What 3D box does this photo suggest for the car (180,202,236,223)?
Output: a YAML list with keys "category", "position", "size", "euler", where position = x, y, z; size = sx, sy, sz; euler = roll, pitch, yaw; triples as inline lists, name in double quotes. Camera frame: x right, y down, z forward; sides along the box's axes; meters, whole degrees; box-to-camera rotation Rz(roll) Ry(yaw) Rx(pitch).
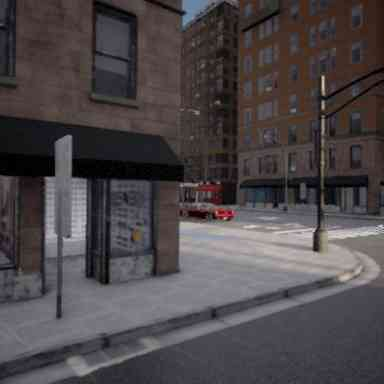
- category: "car"
  position: [0.979, 1.441, 24.107]
  size: [1.895, 1.301, 4.718]
  euler: [1, 0, -36]
